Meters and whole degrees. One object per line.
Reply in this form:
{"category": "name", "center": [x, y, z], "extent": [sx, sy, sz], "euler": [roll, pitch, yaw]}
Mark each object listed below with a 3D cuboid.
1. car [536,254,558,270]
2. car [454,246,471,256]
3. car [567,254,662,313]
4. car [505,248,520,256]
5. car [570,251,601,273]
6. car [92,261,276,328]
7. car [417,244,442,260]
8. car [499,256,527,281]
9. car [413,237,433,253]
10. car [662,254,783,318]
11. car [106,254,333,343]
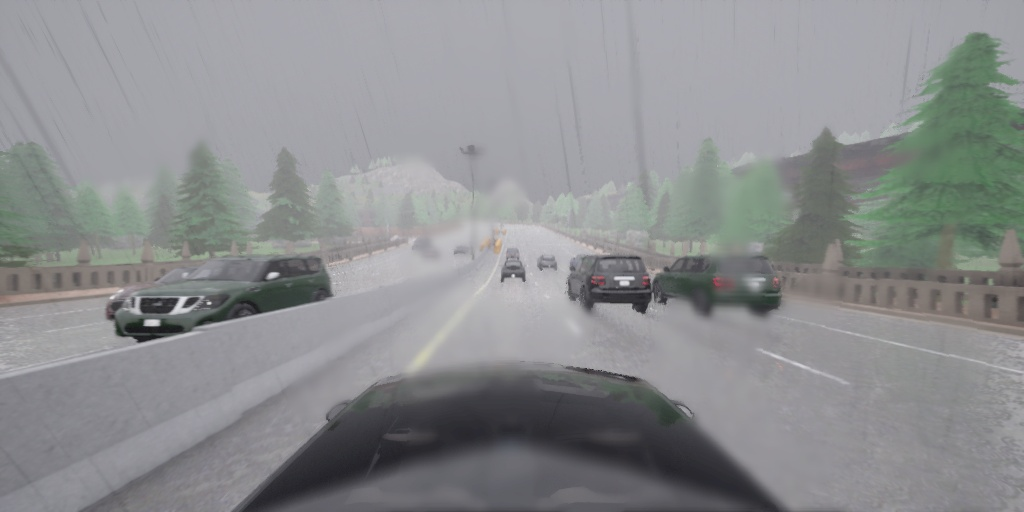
{"category": "car", "center": [3.593, 0.583, 36.758], "extent": [2.128, 1.511, 4.902], "euler": [0, 4, 0]}
{"category": "car", "center": [-7.059, -0.771, 51.602], "extent": [1.895, 1.301, 4.718], "euler": [0, 7, 1]}
{"category": "car", "center": [3.598, 0.969, 14.149], "extent": [2.150, 2.045, 5.566], "euler": [0, 0, 0]}
{"category": "car", "center": [0.094, -0.379, 47.738], "extent": [2.033, 1.411, 5.357], "euler": [0, 6, 0]}
{"category": "car", "center": [7.093, 0.559, 35.085], "extent": [2.097, 1.767, 4.553], "euler": [0, 4, 0]}
{"category": "car", "center": [-10.601, 1.100, 12.216], "extent": [2.097, 1.767, 4.553], "euler": [0, 0, 0]}
{"category": "car", "center": [-10.579, -0.334, 47.129], "extent": [1.812, 1.442, 4.674], "euler": [0, 6, 0]}
{"category": "car", "center": [0.095, 1.071, 28.100], "extent": [1.837, 1.490, 4.892], "euler": [0, 2, 0]}
{"category": "car", "center": [-13.994, -1.752, 56.690], "extent": [2.150, 2.045, 5.566], "euler": [0, 8, 1]}
{"category": "car", "center": [7.098, 0.970, 13.137], "extent": [2.150, 2.045, 5.566], "euler": [0, 0, 0]}
{"category": "car", "center": [-7.101, 0.971, 9.838], "extent": [2.150, 2.045, 5.566], "euler": [0, 0, 0]}
